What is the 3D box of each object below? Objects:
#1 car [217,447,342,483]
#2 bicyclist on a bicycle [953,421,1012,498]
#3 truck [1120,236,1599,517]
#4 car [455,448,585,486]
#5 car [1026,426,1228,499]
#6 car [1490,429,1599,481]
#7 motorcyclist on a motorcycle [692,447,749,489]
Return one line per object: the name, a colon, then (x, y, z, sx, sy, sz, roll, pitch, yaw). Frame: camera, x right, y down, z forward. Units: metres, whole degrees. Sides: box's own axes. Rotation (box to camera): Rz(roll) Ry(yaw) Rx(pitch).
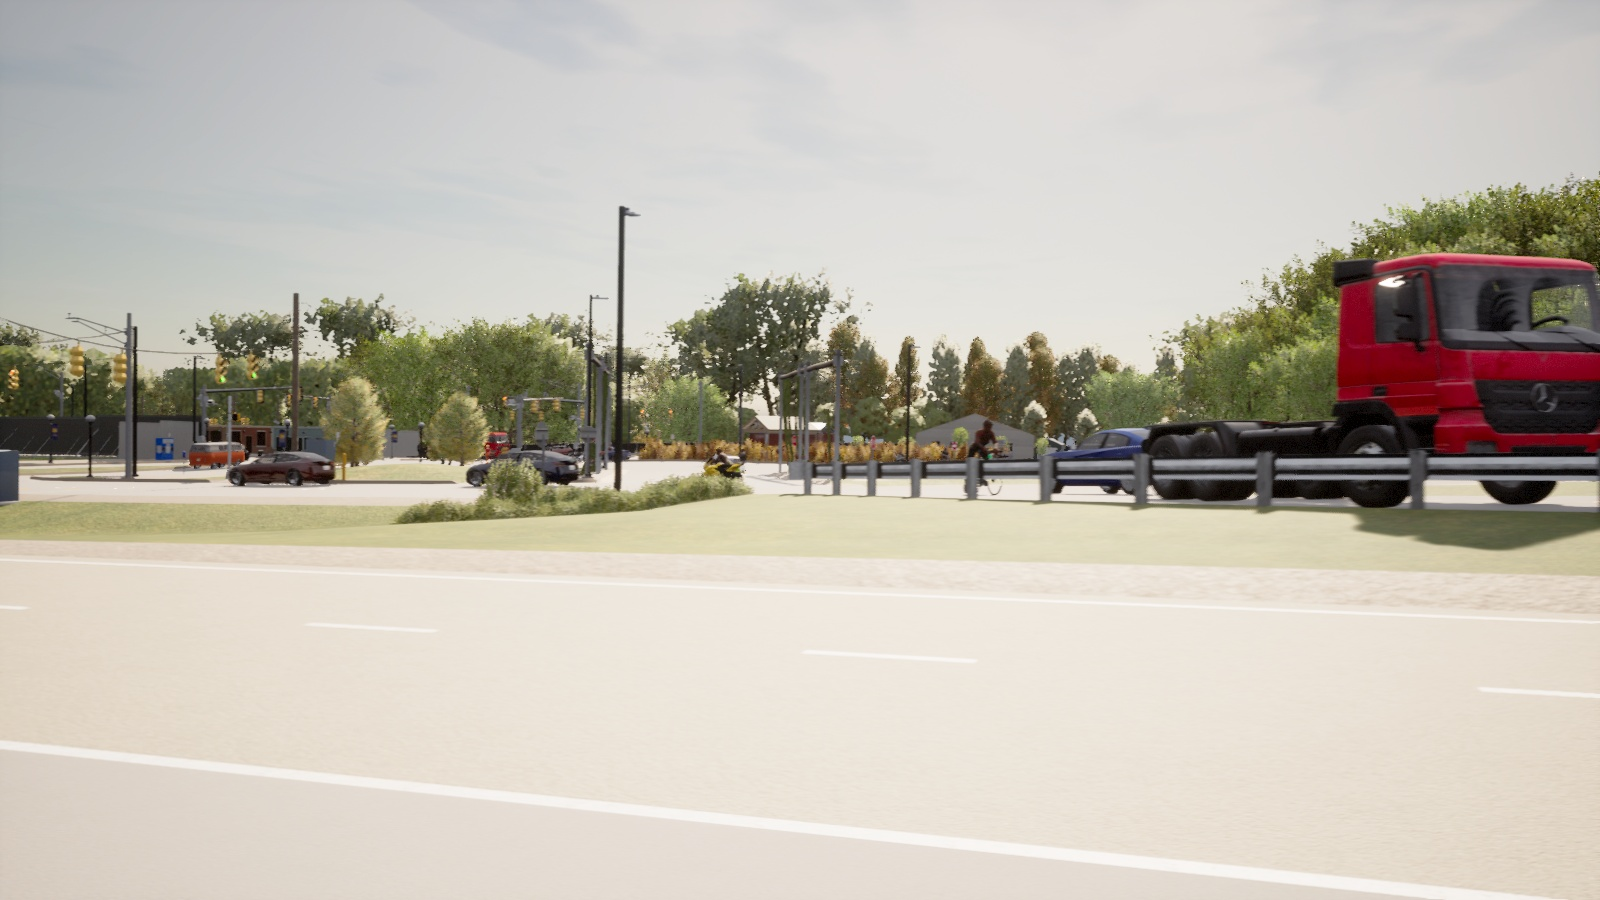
car: (-22.766, 0.644, 54.958, 4.792, 1.488, 2.163, 0, 1, 18)
bicyclist on a bicycle: (3.963, 0.219, 27.353, 0.582, 1.620, 1.656, 1, -1, -18)
truck: (8.362, -0.850, 19.665, 2.891, 3.462, 7.936, 0, -1, -16)
car: (-11.411, 0.667, 51.248, 4.792, 1.488, 2.163, 0, 1, 21)
car: (7.391, 0.317, 28.979, 1.882, 1.535, 5.008, 1, -1, -22)
car: (23.884, 0.085, 37.581, 5.357, 1.411, 2.033, -2, 0, 20)
motorcyclist on a motorcycle: (-2.997, 0.666, 47.291, 2.044, 1.523, 0.797, 0, 1, 32)
